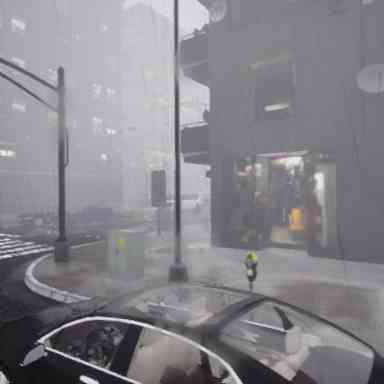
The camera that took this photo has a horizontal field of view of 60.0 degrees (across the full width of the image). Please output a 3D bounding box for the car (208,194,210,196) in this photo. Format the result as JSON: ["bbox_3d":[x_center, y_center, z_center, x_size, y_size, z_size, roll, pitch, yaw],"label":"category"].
[{"bbox_3d":[2.933,1.045,41.336,2.192,1.841,5.009,0,1,35],"label":"car"}]

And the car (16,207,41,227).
[{"bbox_3d":[-9.823,1.586,23.085,2.008,1.369,4.403,0,1,35],"label":"car"}]

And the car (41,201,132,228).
[{"bbox_3d":[-6.976,1.536,22.605,2.033,1.411,5.357,-1,0,39],"label":"car"}]

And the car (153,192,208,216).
[{"bbox_3d":[-1.194,1.072,30.935,2.150,2.045,5.566,-1,0,35],"label":"car"}]

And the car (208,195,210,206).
[{"bbox_3d":[-0.255,1.351,36.775,1.887,1.381,4.507,0,1,35],"label":"car"}]

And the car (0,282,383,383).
[{"bbox_3d":[-0.272,1.572,3.068,4.403,1.369,2.008,-1,0,36],"label":"car"}]

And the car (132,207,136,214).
[{"bbox_3d":[-6.731,1.486,27.508,1.752,1.417,4.829,0,1,35],"label":"car"}]
